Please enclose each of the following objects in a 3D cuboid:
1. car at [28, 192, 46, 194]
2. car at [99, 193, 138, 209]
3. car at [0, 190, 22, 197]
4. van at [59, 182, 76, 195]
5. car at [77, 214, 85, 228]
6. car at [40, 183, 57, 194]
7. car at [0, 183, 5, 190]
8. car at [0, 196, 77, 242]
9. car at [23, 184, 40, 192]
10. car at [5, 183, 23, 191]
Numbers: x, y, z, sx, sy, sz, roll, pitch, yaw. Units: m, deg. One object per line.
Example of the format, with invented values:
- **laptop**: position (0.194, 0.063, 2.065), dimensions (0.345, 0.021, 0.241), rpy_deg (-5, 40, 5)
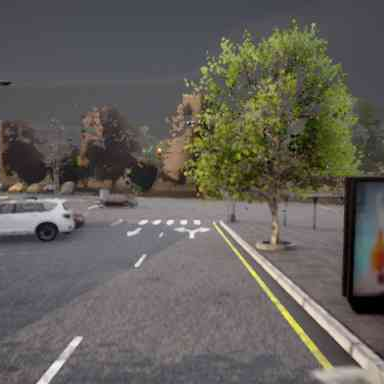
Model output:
- **car**: position (-17.810, 1.314, 36.299), dimensions (2.163, 1.488, 4.792), rpy_deg (0, 6, -15)
- **car**: position (-8.875, 0.998, 40.401), dimensions (4.553, 1.767, 2.097), rpy_deg (2, 4, 4)
- **car**: position (-20.797, 1.130, 36.943), dimensions (1.946, 1.575, 5.366), rpy_deg (0, 6, -14)
- **van**: position (-20.315, -0.588, 54.944), dimensions (1.878, 1.987, 4.442), rpy_deg (1, 4, -14)
- **car**: position (-8.716, 1.719, 19.517), dimensions (4.674, 1.452, 2.002), rpy_deg (-1, 0, -19)
- **car**: position (-23.284, -0.609, 55.340), dimensions (2.185, 1.767, 4.553), rpy_deg (1, 4, -13)
- **car**: position (-32.113, -0.800, 56.417), dimensions (2.002, 1.452, 4.674), rpy_deg (1, 4, -13)
- **car**: position (-8.773, 1.398, 16.487), dimensions (5.566, 2.045, 2.435), rpy_deg (-1, 0, -19)
- **car**: position (-26.278, -0.620, 55.889), dimensions (1.946, 1.575, 5.366), rpy_deg (1, 4, -13)
- **car**: position (-29.128, -0.710, 55.876), dimensions (1.946, 1.575, 5.366), rpy_deg (1, 4, -13)
